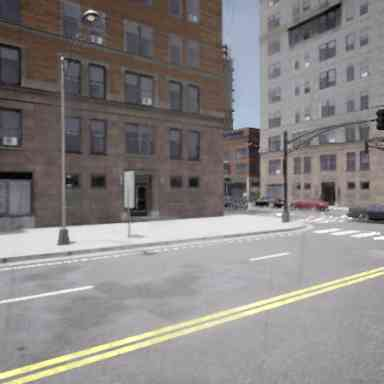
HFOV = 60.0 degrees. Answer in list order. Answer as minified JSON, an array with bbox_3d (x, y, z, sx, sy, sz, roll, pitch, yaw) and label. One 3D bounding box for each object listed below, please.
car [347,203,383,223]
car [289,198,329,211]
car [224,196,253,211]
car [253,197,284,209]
[{"bbox_3d":[13.581,1.488,22.845,2.033,1.411,5.357,0,1,-36],"label":"car"},{"bbox_3d":[12.152,1.278,34.657,1.802,1.307,4.206,0,1,-35],"label":"car"},{"bbox_3d":[4.077,1.210,36.233,1.812,1.442,4.674,-1,1,-35],"label":"car"},{"bbox_3d":[8.933,1.197,39.196,1.947,1.339,4.313,0,1,-35],"label":"car"}]
